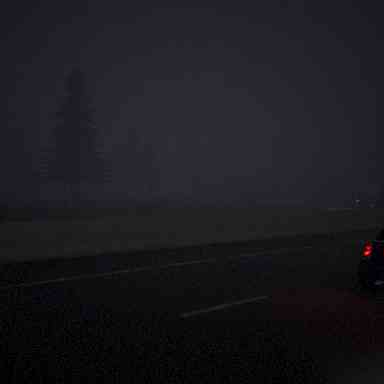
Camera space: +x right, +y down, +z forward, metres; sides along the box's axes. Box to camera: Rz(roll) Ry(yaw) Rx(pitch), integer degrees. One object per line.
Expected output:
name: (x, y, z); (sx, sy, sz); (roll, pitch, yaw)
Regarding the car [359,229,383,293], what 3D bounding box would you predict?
car: (5.854, 1.331, 7.392); (4.553, 1.767, 2.097); (0, 1, -31)
